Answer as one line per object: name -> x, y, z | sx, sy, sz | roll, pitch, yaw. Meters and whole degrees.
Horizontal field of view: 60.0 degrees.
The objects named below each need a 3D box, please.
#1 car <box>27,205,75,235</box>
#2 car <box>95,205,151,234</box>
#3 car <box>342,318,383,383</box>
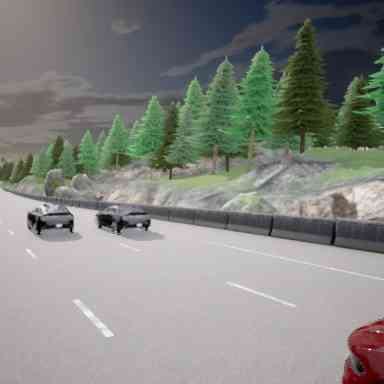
car -> -8.015, 1.460, 18.697 | 2.128, 1.511, 4.902 | 0, 0, -34
car -> -4.042, 1.468, 19.039 | 2.128, 1.511, 4.902 | 0, 0, -34
car -> 3.304, 1.482, 1.620 | 1.882, 1.535, 5.008 | 0, 0, -34
